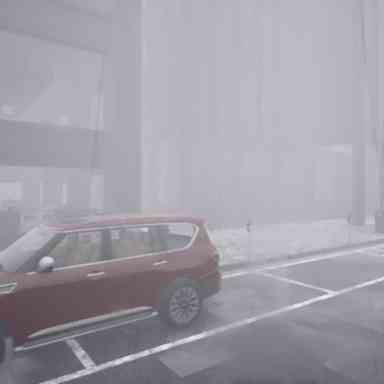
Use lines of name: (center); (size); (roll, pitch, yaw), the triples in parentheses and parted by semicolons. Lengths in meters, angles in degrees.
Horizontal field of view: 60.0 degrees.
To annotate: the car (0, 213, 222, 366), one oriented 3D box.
car: (-1.764, 1.316, 5.390); (5.009, 1.841, 2.192); (0, 0, -36)
